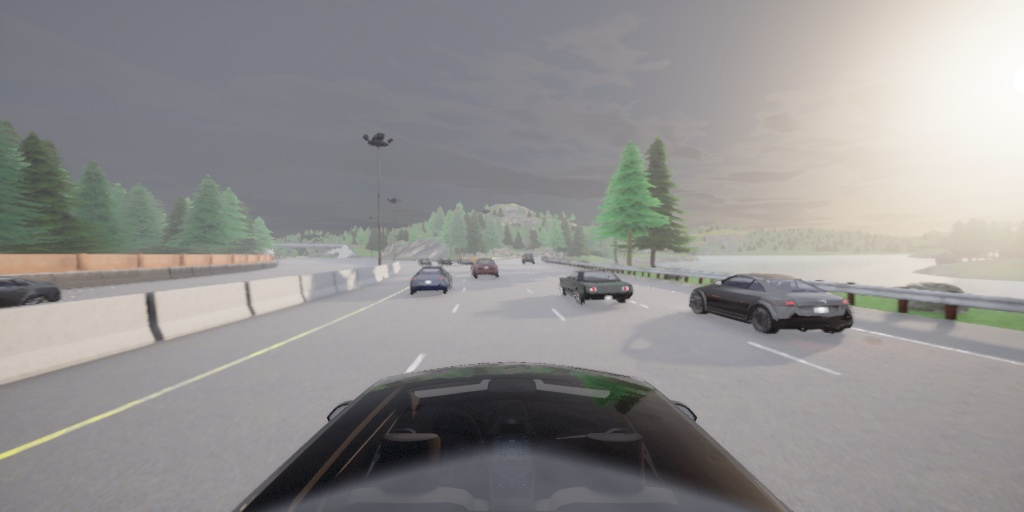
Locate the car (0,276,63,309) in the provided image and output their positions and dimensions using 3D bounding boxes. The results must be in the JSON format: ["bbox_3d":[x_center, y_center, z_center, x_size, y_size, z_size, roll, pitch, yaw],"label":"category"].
[{"bbox_3d":[-17.895,1.422,11.460,2.128,1.511,4.902,-1,0,-3],"label":"car"}]

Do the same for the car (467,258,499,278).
[{"bbox_3d":[-2.497,0.955,31.661,2.097,1.767,4.553,-1,0,-10],"label":"car"}]

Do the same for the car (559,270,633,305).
[{"bbox_3d":[3.323,1.225,15.240,1.895,1.301,4.718,-1,0,-5],"label":"car"}]

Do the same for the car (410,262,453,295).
[{"bbox_3d":[-4.368,1.262,19.809,1.994,1.385,4.181,-1,0,-6],"label":"car"}]

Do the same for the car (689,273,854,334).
[{"bbox_3d":[6.844,1.173,10.051,1.994,1.385,4.181,-1,0,-3],"label":"car"}]
